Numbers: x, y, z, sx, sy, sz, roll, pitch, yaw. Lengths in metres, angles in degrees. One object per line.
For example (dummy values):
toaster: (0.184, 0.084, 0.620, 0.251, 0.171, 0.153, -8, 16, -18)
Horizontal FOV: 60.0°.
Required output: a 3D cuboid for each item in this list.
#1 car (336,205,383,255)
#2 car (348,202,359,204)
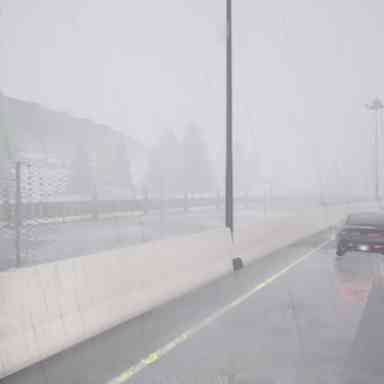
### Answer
car: (6.685, 1.473, 12.470, 1.837, 1.490, 4.892, 0, 1, 33)
car: (24.195, 1.422, 49.346, 5.357, 1.411, 2.033, 0, 0, -39)
